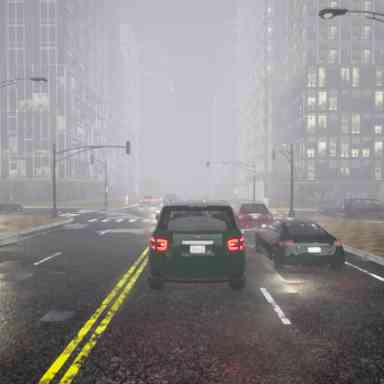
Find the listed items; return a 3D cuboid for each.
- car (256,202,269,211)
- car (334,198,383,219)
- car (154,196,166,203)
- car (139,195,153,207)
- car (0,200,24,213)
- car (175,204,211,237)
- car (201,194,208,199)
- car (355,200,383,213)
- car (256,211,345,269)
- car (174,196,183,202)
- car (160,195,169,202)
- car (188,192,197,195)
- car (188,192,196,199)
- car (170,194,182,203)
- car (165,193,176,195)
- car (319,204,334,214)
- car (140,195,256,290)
[{"bbox_3d":[3.373,1.341,19.762,2.097,1.767,4.553,0,0,0],"label":"car"},{"bbox_3d":[16.237,1.517,30.448,5.009,1.841,2.192,1,0,1],"label":"car"},{"bbox_3d":[-6.437,1.543,66.584,1.895,1.301,4.718,0,0,1],"label":"car"},{"bbox_3d":[-6.563,1.315,49.986,2.097,1.767,4.553,0,0,1],"label":"car"},{"bbox_3d":[-19.715,1.439,33.674,4.718,1.301,1.895,1,1,1],"label":"car"},{"bbox_3d":[0.119,1.515,18.900,1.812,1.442,4.674,0,0,2],"label":"car"},{"bbox_3d":[3.360,1.214,91.670,1.882,1.535,5.008,0,0,0],"label":"car"},{"bbox_3d":[21.856,1.640,38.728,4.829,1.417,1.752,1,0,1],"label":"car"},{"bbox_3d":[3.363,1.558,11.148,1.994,1.385,4.181,0,0,0],"label":"car"},{"bbox_3d":[-3.158,1.521,77.806,1.895,1.301,4.718,0,0,0],"label":"car"},{"bbox_3d":[-6.408,1.403,78.128,1.882,1.535,5.008,0,0,0],"label":"car"},{"bbox_3d":[0.098,1.437,81.675,1.812,1.442,4.674,0,0,0],"label":"car"},{"bbox_3d":[0.110,0.961,91.704,2.150,2.045,5.566,0,0,0],"label":"car"},{"bbox_3d":[-3.205,1.294,65.816,2.097,1.767,4.553,0,0,1],"label":"car"},{"bbox_3d":[-3.301,1.182,51.771,2.150,2.045,5.566,0,0,-1],"label":"car"},{"bbox_3d":[16.766,1.659,36.224,5.357,1.411,2.033,0,1,1],"label":"car"},{"bbox_3d":[0.113,1.217,9.218,2.150,2.045,5.566,0,0,0],"label":"car"}]
